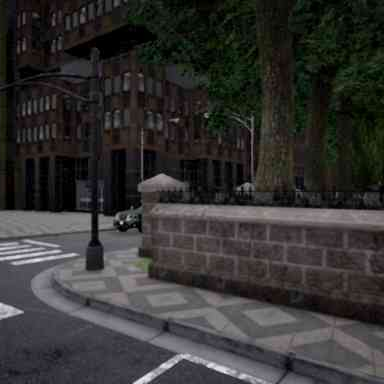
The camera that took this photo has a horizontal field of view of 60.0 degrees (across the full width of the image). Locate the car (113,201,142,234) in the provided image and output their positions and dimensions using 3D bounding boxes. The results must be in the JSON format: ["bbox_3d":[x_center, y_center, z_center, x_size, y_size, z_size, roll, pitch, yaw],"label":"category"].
[{"bbox_3d":[-2.627,1.556,22.194,2.150,2.045,5.566,0,-1,35],"label":"car"}]
